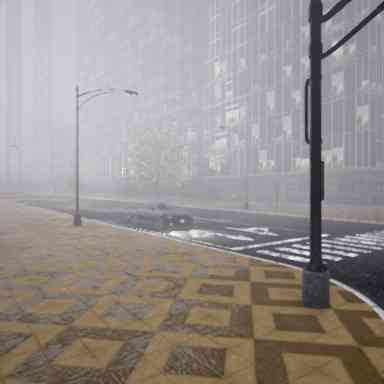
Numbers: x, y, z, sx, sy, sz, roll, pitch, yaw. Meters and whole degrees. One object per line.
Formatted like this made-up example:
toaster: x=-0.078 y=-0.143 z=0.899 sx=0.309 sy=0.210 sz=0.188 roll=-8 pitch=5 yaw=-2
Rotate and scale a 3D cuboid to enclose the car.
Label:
car: x=-1.721 y=1.279 z=18.936 sx=1.994 sy=1.385 sz=4.181 roll=0 pitch=1 yaw=-38
